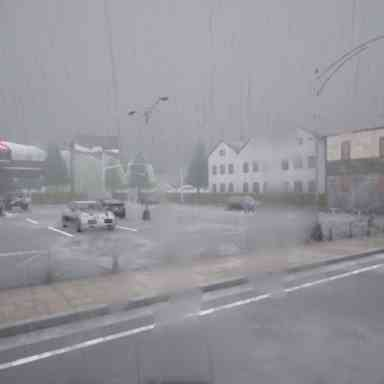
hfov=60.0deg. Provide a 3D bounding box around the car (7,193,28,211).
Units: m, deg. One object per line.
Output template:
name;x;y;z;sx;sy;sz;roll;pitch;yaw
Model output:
car;-20.069;1.092;37.987;1.905;1.878;3.866;0;0;-36

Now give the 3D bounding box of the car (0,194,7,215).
car;-18.156;1.113;29.677;1.932;1.855;4.605;0;0;-36

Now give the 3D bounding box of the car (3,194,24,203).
car;-39.206;1.327;73.068;3.866;1.878;1.905;0;0;-36

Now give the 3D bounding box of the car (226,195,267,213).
car;5.614;1.168;34.741;2.097;1.767;4.553;0;0;-35

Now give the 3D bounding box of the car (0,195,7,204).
car;-39.433;1.496;65.939;4.611;1.667;2.242;0;0;-36

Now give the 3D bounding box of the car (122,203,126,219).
car;-6.682;1.311;25.585;2.007;1.523;4.514;0;0;-36

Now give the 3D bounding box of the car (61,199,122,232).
car;-5.552;1.246;17.721;1.970;1.475;3.806;0;0;-36

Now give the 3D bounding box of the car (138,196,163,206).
car;-6.593;1.363;52.030;2.033;1.411;5.357;0;0;-35
